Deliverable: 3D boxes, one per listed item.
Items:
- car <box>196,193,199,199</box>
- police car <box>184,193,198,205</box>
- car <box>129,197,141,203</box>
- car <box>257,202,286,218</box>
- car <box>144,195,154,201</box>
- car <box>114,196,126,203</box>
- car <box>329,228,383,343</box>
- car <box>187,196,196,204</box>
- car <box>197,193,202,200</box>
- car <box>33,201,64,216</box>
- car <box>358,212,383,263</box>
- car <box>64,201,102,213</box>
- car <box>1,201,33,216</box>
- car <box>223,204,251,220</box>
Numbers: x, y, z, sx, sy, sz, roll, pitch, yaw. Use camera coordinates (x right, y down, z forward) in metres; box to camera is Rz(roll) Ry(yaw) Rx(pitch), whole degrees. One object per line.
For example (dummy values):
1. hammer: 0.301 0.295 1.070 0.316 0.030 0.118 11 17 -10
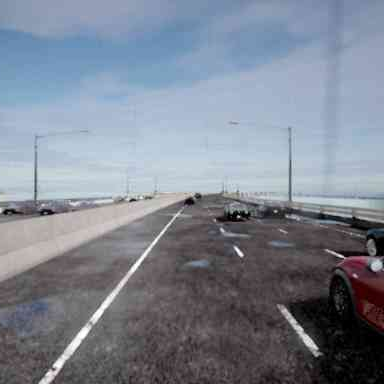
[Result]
1. car: 0.040 1.625 76.681 1.882 1.535 5.008 0 0 2
2. police car: -0.360 1.553 60.820 1.930 1.638 5.238 0 0 1
3. car: -12.943 1.708 75.649 1.895 1.301 4.718 0 0 2
4. car: 7.291 1.640 30.921 1.994 1.385 4.181 0 0 1
5. car: -9.495 1.511 73.687 1.837 1.490 4.892 0 0 2
6. car: -16.441 1.638 75.779 2.128 1.511 4.902 0 0 2
7. car: 3.610 1.365 4.384 2.097 1.767 4.553 0 0 0
8. car: -0.121 1.667 70.693 1.812 1.442 4.674 0 0 1
9. car: 1.668 1.246 95.388 2.150 2.045 5.566 0 0 2
10. car: -13.866 1.629 34.334 2.033 1.411 5.357 0 0 1
11. car: 7.126 1.507 9.898 1.882 1.535 5.008 0 0 0
12. car: -10.384 1.627 32.927 2.033 1.411 5.357 0 0 1
13. car: -17.364 1.629 34.405 2.033 1.411 5.357 0 0 1
14. car: 3.764 1.673 28.711 1.895 1.301 4.718 0 0 1
